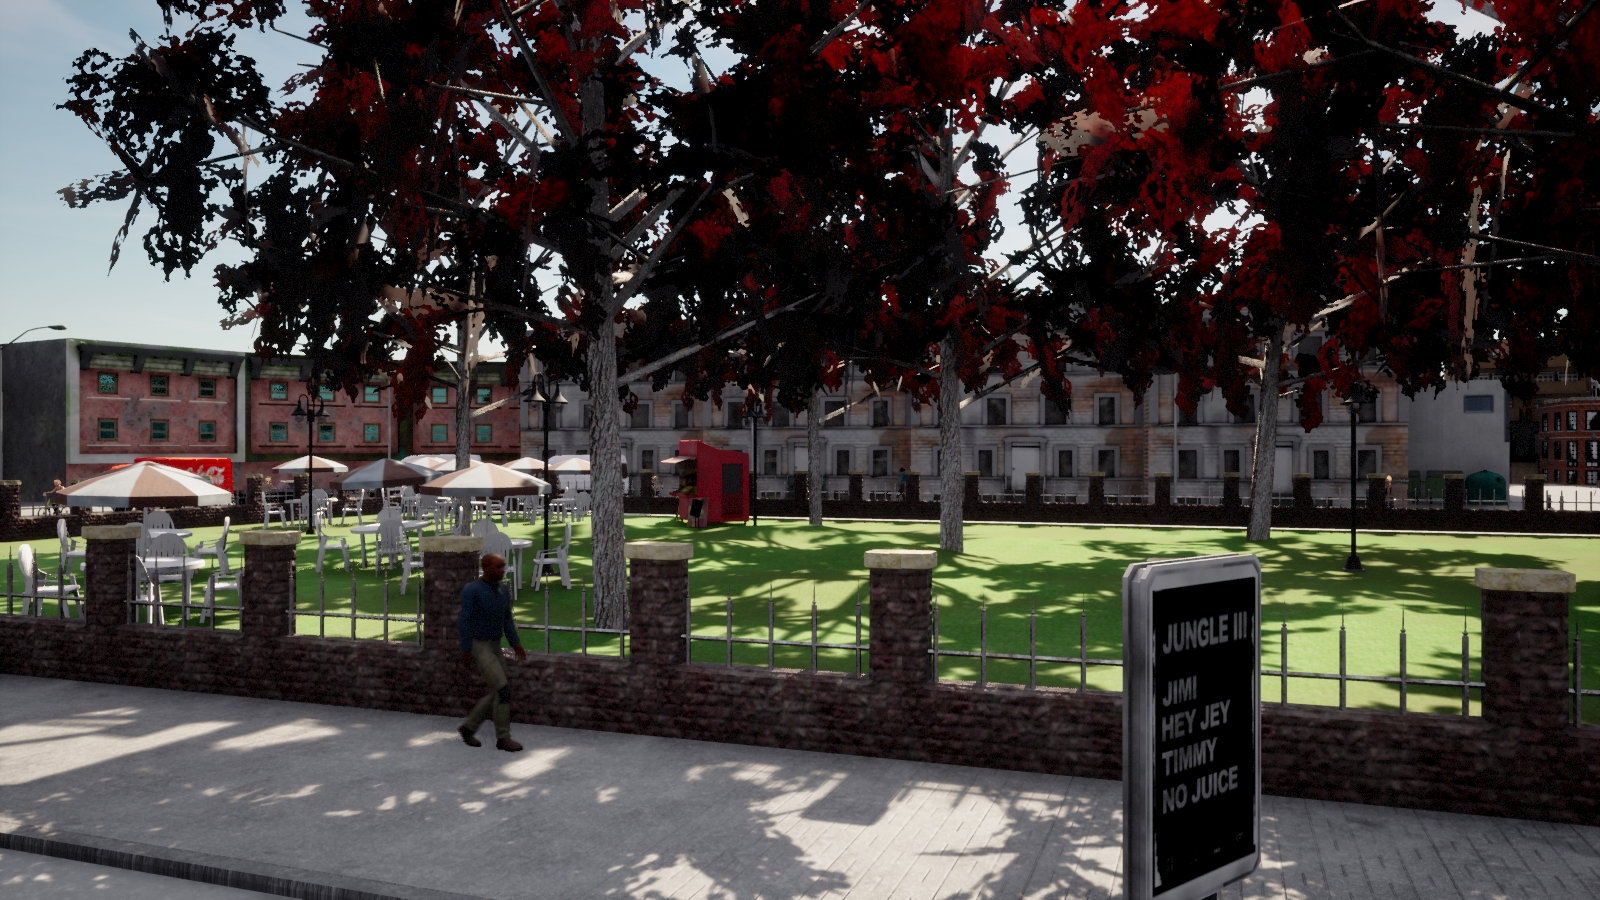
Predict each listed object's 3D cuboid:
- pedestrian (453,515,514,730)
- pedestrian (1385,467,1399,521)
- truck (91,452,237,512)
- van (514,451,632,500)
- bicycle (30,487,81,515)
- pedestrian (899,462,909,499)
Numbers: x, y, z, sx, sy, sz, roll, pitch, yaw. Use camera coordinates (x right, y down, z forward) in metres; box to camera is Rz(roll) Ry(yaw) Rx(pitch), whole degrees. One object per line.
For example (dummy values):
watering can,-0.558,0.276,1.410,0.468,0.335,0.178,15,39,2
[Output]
pedestrian,-2.846,1.525,10.278,0.375,1.860,0.375,0,0,23
pedestrian,20.448,1.525,39.481,0.375,1.860,0.375,0,0,20
truck,-28.185,1.348,50.858,2.627,2.467,5.204,0,0,21
van,-12.047,1.315,60.623,5.915,2.561,1.988,0,0,20
bicycle,-29.946,2.036,45.966,0.859,1.080,1.487,0,0,21
pedestrian,5.217,1.525,57.315,0.375,1.860,0.375,0,0,33
